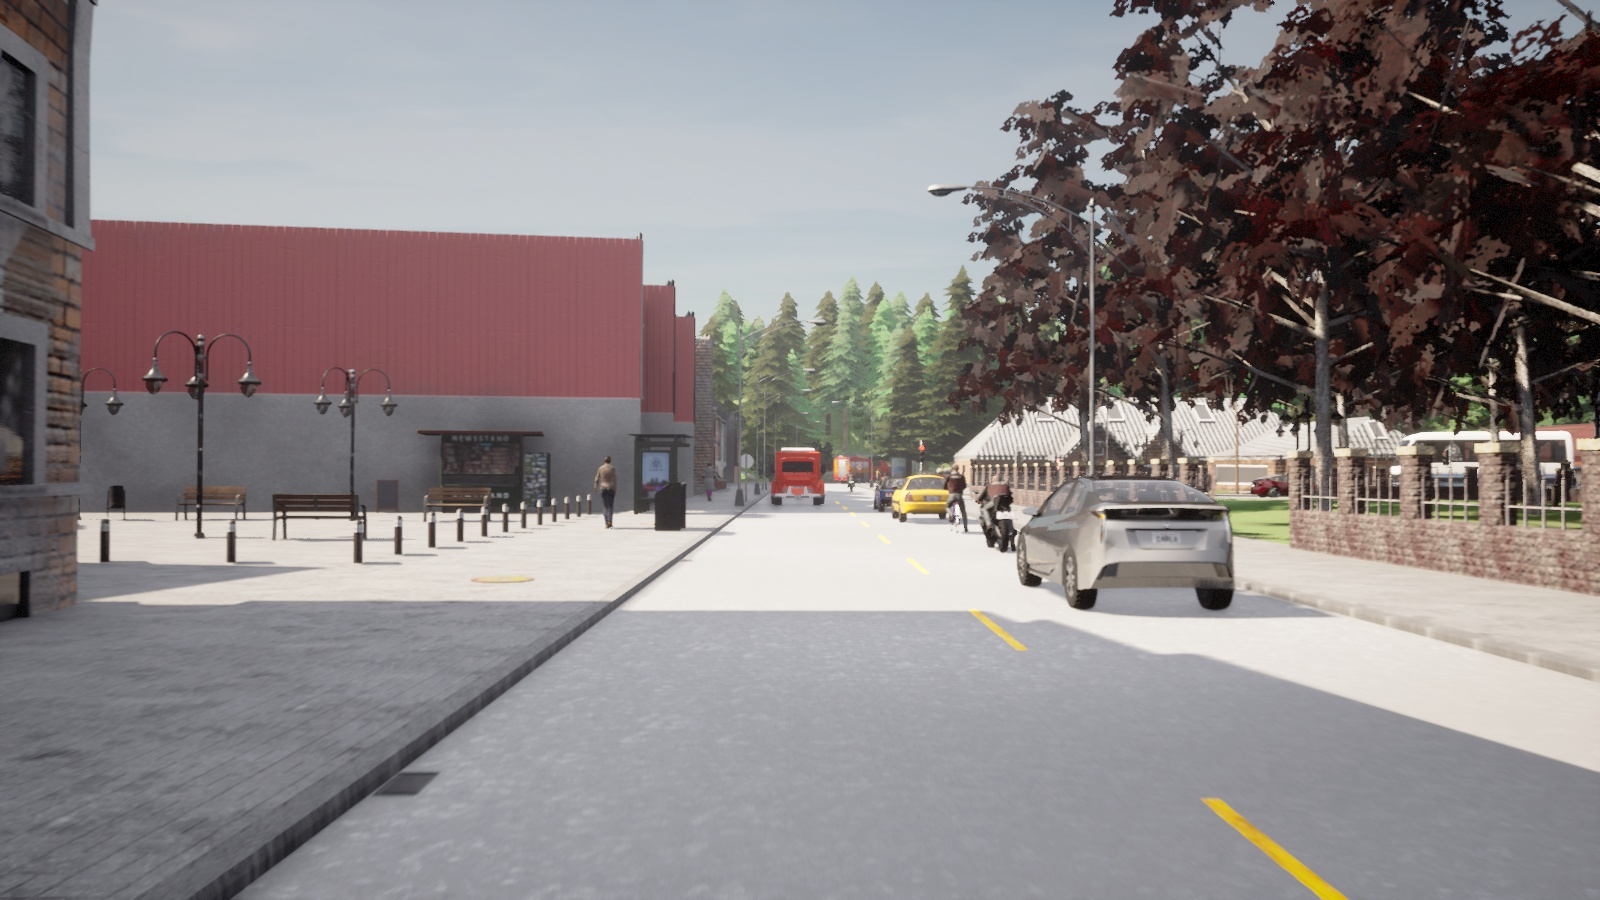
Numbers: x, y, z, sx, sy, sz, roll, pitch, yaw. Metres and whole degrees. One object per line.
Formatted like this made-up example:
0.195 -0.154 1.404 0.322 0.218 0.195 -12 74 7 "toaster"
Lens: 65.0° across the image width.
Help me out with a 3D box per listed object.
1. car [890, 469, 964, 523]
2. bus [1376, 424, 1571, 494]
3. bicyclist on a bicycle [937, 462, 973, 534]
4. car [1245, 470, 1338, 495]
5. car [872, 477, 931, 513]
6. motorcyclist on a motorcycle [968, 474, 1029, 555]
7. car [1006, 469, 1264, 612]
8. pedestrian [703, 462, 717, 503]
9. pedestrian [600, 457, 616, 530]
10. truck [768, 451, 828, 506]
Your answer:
3.934 1.406 39.662 1.801 1.575 5.366 0 -1 0 "car"
42.641 0.614 79.955 10.273 4.253 3.944 0 -1 16 "bus"
3.941 1.210 32.070 0.659 1.776 1.843 0 -1 0 "bicyclist on a bicycle"
29.869 1.982 76.445 4.792 1.488 2.163 0 -1 -2 "car"
3.925 1.729 49.286 1.895 1.301 4.718 0 -1 0 "car"
3.949 1.258 25.163 0.866 1.530 2.191 0 -1 0 "motorcyclist on a motorcycle"
3.962 1.011 15.738 2.007 1.525 4.514 0 -1 0 "car"
-4.371 1.565 60.832 0.659 1.952 0.873 0 -1 -4 "pedestrian"
-4.793 1.072 31.393 0.328 1.805 0.869 0 -1 -4 "pedestrian"
-0.093 1.312 58.451 2.627 2.467 5.204 0 -1 0 "truck"
